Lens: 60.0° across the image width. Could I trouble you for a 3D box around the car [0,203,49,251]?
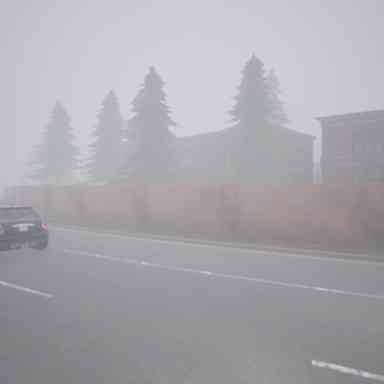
[{"bbox_3d":[-7.339,1.231,12.252,4.553,1.767,2.097,1,0,35],"label":"car"}]
